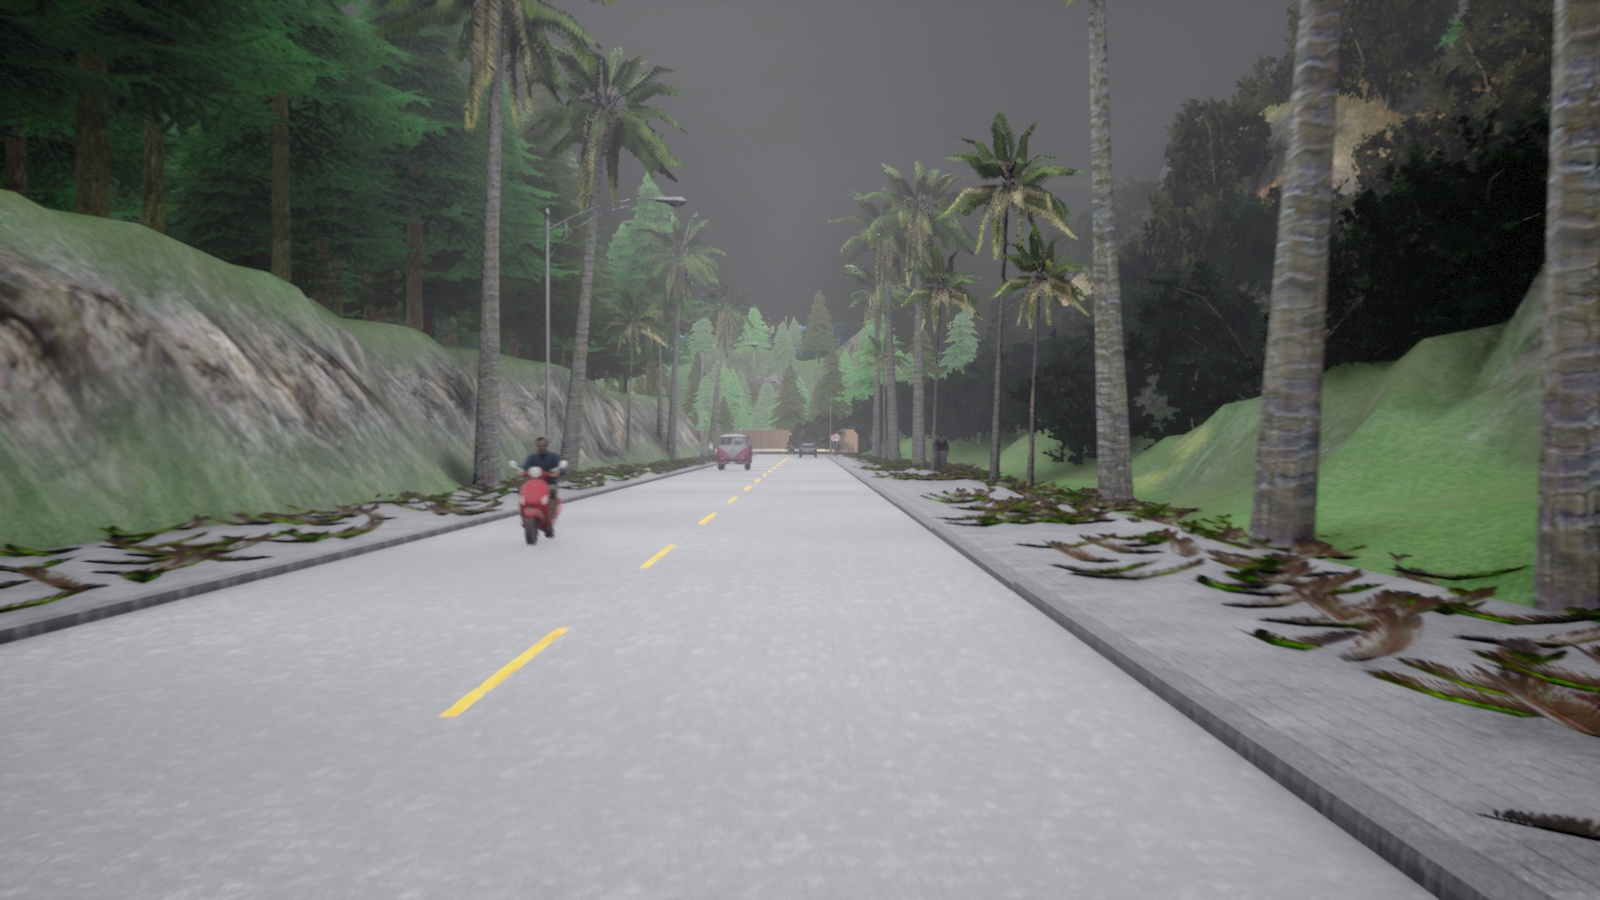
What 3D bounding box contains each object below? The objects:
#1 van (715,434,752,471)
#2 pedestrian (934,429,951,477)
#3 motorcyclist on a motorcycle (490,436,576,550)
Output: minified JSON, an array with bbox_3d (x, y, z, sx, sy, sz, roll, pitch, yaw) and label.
[{"bbox_3d":[-3.596,0.114,68.681,1.775,1.987,4.442,0,0,0],"label":"van"},{"bbox_3d":[5.621,0.107,49.623,0.563,1.883,0.849,0,0,1],"label":"pedestrian"},{"bbox_3d":[-3.881,0.594,18.380,0.866,1.590,1.817,0,0,0],"label":"motorcyclist on a motorcycle"}]
